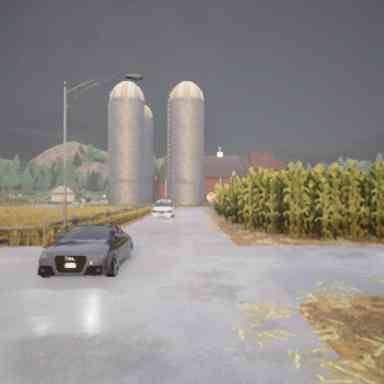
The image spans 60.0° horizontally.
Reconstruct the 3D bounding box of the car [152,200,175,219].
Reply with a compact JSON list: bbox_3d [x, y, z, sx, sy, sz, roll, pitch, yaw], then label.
[{"bbox_3d":[-3.071,1.944,36.483,2.150,2.045,5.566,0,1,0],"label":"car"}]

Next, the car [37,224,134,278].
[{"bbox_3d":[-3.093,1.710,10.438,1.994,1.385,4.181,0,-1,0],"label":"car"}]
